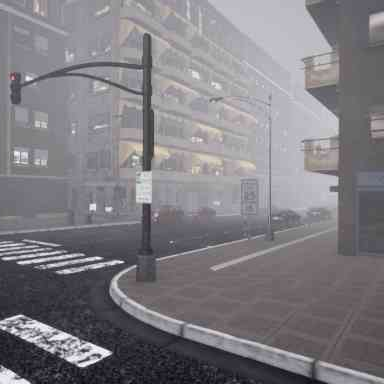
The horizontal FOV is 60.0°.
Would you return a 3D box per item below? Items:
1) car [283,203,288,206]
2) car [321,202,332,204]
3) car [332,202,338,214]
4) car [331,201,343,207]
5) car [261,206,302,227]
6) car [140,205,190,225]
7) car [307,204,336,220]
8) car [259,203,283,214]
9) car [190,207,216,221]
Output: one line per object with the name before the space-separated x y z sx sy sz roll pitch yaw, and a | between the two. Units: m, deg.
car | 13.697 2.403 50.709 1.752 1.417 4.829 -1 -1 35
car | 17.588 2.486 46.196 1.895 1.301 4.718 0 -1 35
car | 20.719 2.458 46.245 1.752 1.417 4.829 -1 -2 35
car | 36.430 3.021 83.491 1.967 1.590 4.097 -1 -1 35
car | 7.671 2.095 27.463 1.947 1.339 4.313 -1 -2 35
car | -2.393 1.820 27.551 1.967 1.590 4.097 -1 -1 35
car | 14.147 2.295 36.784 1.947 1.339 4.313 -1 -2 35
car | 10.556 2.326 46.188 1.887 1.381 4.507 -1 -1 35
car | 0.844 2.063 32.207 1.802 1.307 4.206 -1 -1 35
